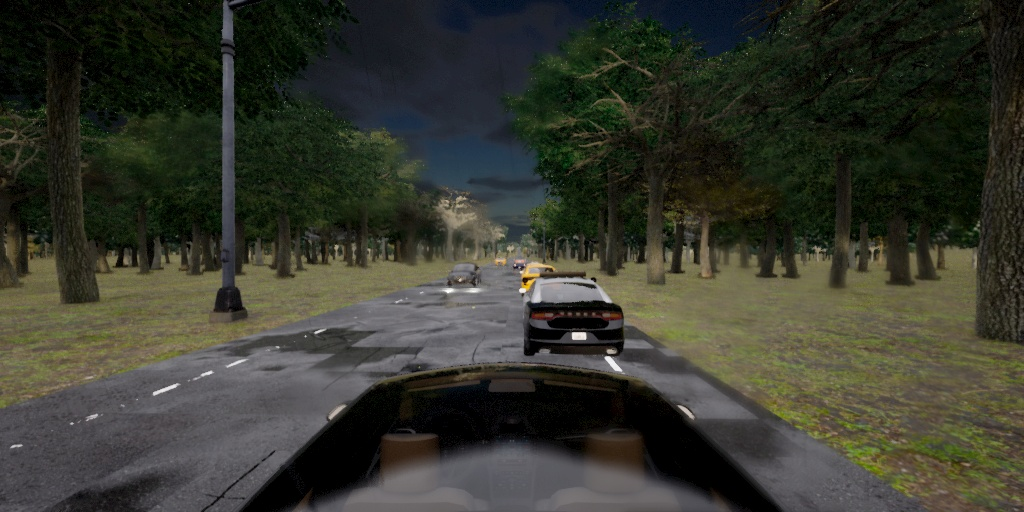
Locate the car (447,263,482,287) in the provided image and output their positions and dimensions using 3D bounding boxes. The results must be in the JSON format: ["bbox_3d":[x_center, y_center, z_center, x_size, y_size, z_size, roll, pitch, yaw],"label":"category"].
[{"bbox_3d":[-3.096,1.219,24.147,1.837,1.490,4.892,0,0,1],"label":"car"}]

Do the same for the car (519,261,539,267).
[{"bbox_3d":[1.430,1.205,18.618,1.882,1.535,5.008,0,0,1],"label":"car"}]

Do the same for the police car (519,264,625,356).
[{"bbox_3d":[1.208,1.169,8.728,1.930,1.638,5.238,0,0,1],"label":"police car"}]

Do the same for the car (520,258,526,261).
[{"bbox_3d":[1.569,1.167,24.806,1.801,1.575,5.366,0,0,1],"label":"car"}]

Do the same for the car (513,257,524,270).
[{"bbox_3d":[1.086,1.220,48.591,1.895,1.301,4.718,0,0,2],"label":"car"}]
